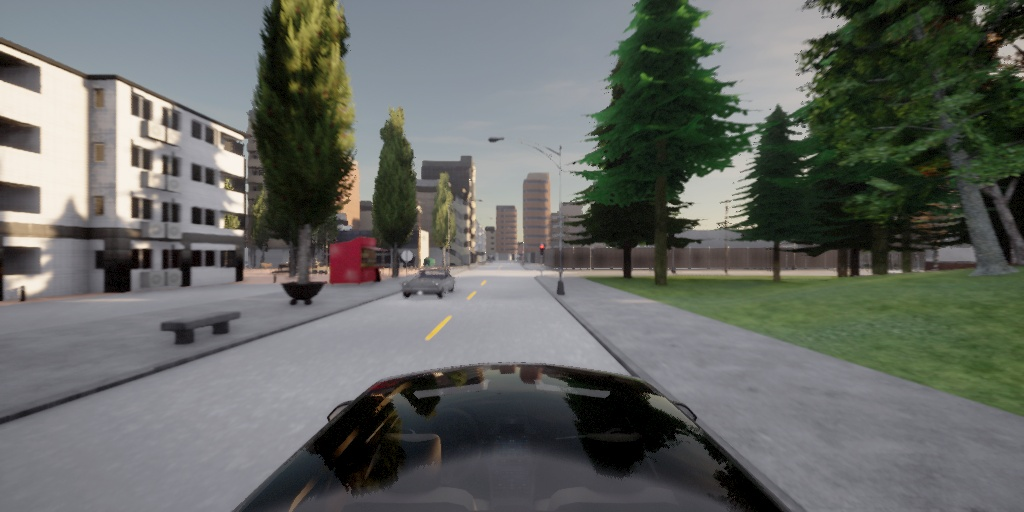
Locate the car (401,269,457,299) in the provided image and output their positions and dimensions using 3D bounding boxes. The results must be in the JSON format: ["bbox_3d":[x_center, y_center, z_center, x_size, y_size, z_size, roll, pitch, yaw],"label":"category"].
[{"bbox_3d":[-4.090,1.353,18.257,1.895,1.301,4.718,0,0,0],"label":"car"}]
